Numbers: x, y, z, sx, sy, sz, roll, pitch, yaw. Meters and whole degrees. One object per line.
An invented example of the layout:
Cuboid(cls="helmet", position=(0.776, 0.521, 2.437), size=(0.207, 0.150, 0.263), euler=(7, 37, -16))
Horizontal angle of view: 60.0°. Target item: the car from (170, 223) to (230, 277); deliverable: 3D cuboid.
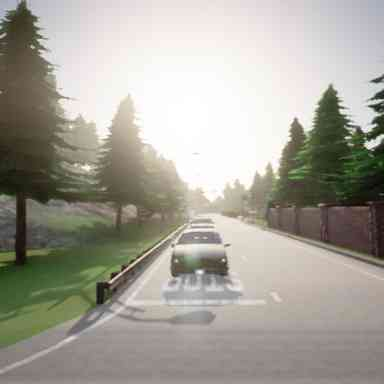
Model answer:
Cuboid(cls="car", position=(0.332, 2.087, 12.344), size=(2.033, 1.411, 5.357), euler=(-1, -3, 2))

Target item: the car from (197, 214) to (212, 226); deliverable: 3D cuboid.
Cuboid(cls="car", position=(1.763, 3.996, 47.857), size=(2.033, 1.411, 5.357), euler=(-1, -3, 2))

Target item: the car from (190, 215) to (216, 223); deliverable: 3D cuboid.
Cuboid(cls="car", position=(0.886, 2.809, 27.052), size=(1.882, 1.535, 5.008), euler=(-1, -3, 2))
